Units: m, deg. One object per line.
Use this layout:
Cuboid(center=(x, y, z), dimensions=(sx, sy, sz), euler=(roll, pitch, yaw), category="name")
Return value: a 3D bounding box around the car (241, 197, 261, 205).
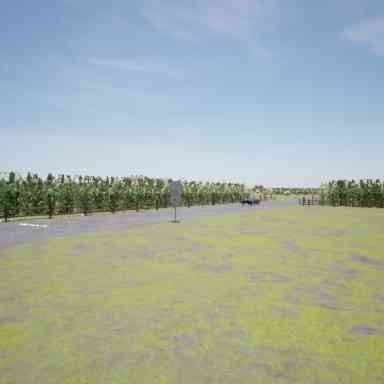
Cuboid(center=(10.115, 1.573, 56.885), dimensions=(1.895, 1.301, 4.718), euler=(0, 0, 31), category="car")
